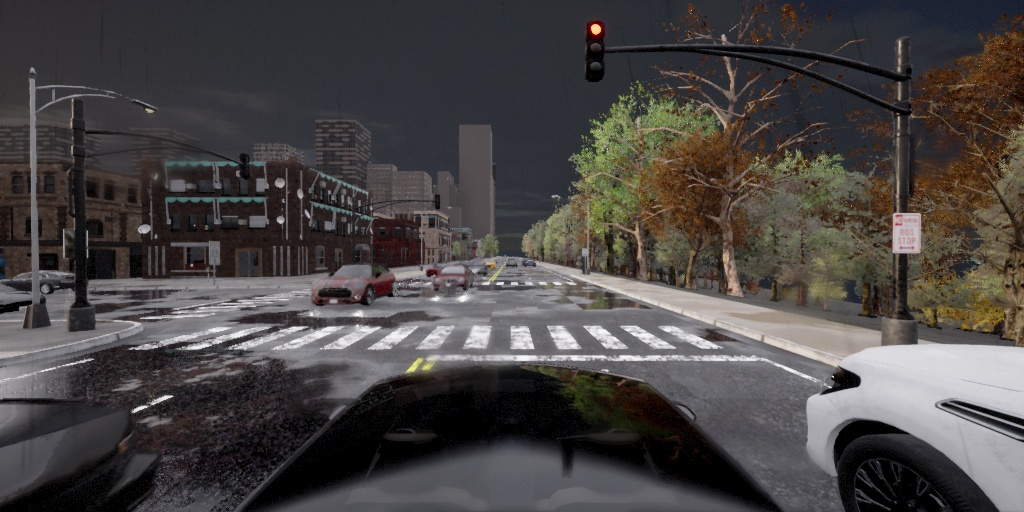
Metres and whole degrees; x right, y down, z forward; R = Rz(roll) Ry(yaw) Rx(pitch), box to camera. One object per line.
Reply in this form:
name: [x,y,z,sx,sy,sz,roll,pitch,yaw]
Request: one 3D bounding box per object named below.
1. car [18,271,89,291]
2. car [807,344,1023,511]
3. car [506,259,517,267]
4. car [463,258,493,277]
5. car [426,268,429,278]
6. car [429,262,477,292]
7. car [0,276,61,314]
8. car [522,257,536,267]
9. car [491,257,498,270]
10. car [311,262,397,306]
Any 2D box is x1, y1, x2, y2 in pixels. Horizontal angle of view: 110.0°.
car: [-28.318,1.560,21.612,4.403,1.370,2.007,0,0,0]
car: [3.356,0.972,0.357,2.150,2.045,5.566,0,0,0]
car: [-0.030,1.290,64.091,1.994,1.385,4.181,0,0,0]
car: [-3.417,1.229,36.299,2.128,1.511,4.902,0,0,0]
car: [-6.661,1.341,33.360,1.895,1.301,4.718,0,0,0]
car: [-3.386,1.270,21.364,1.812,1.442,4.674,0,0,0]
car: [-19.969,1.565,13.115,4.313,1.339,1.948,0,0,0]
car: [3.227,1.251,64.060,1.812,1.442,4.674,0,0,0]
car: [-3.441,1.209,52.579,1.882,1.535,5.008,0,0,0]
car: [-6.626,1.099,15.559,2.097,1.767,4.553,0,0,0]
